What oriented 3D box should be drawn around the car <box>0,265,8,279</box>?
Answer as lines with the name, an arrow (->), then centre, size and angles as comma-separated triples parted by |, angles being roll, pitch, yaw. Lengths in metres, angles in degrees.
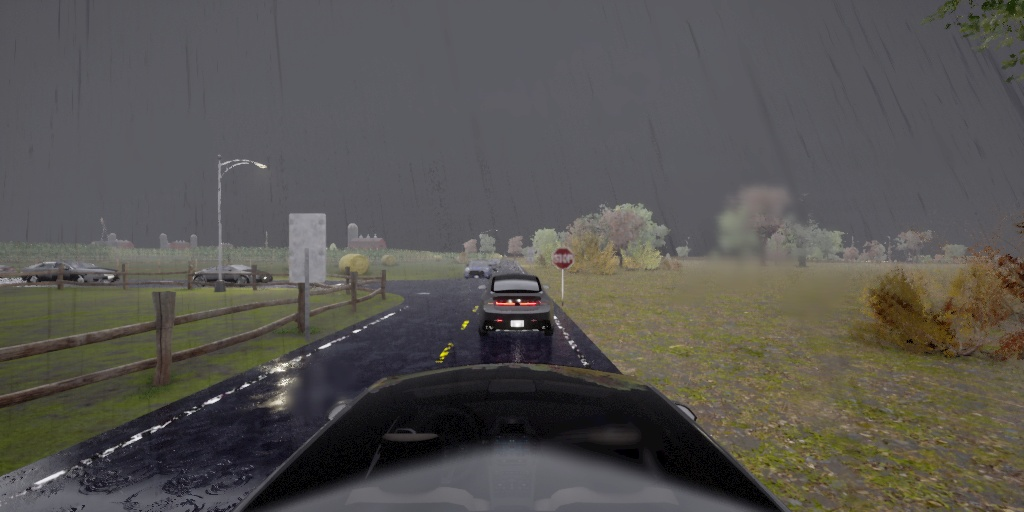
car -> -39.369, 1.023, 25.798 | 5.357, 1.411, 2.033 | 0, 1, -1

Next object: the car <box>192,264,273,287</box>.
car -> -17.883, 1.220, 23.069 | 4.181, 1.385, 1.994 | 0, 1, 0

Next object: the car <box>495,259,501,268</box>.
car -> -2.835, 1.321, 46.891 | 2.033, 1.411, 5.357 | 0, 0, 0

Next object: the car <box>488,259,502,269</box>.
car -> -2.810, 1.283, 60.705 | 2.128, 1.511, 4.902 | 0, 0, 0

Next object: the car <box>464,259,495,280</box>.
car -> -2.845, 1.106, 30.986 | 2.097, 1.767, 4.553 | 0, 0, 0

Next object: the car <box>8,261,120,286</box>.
car -> -28.167, 1.077, 22.962 | 4.902, 1.511, 2.128 | 0, 1, -1

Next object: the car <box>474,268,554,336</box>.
car -> 0.068, 1.254, 10.383 | 1.837, 1.490, 4.892 | 0, 0, -1
